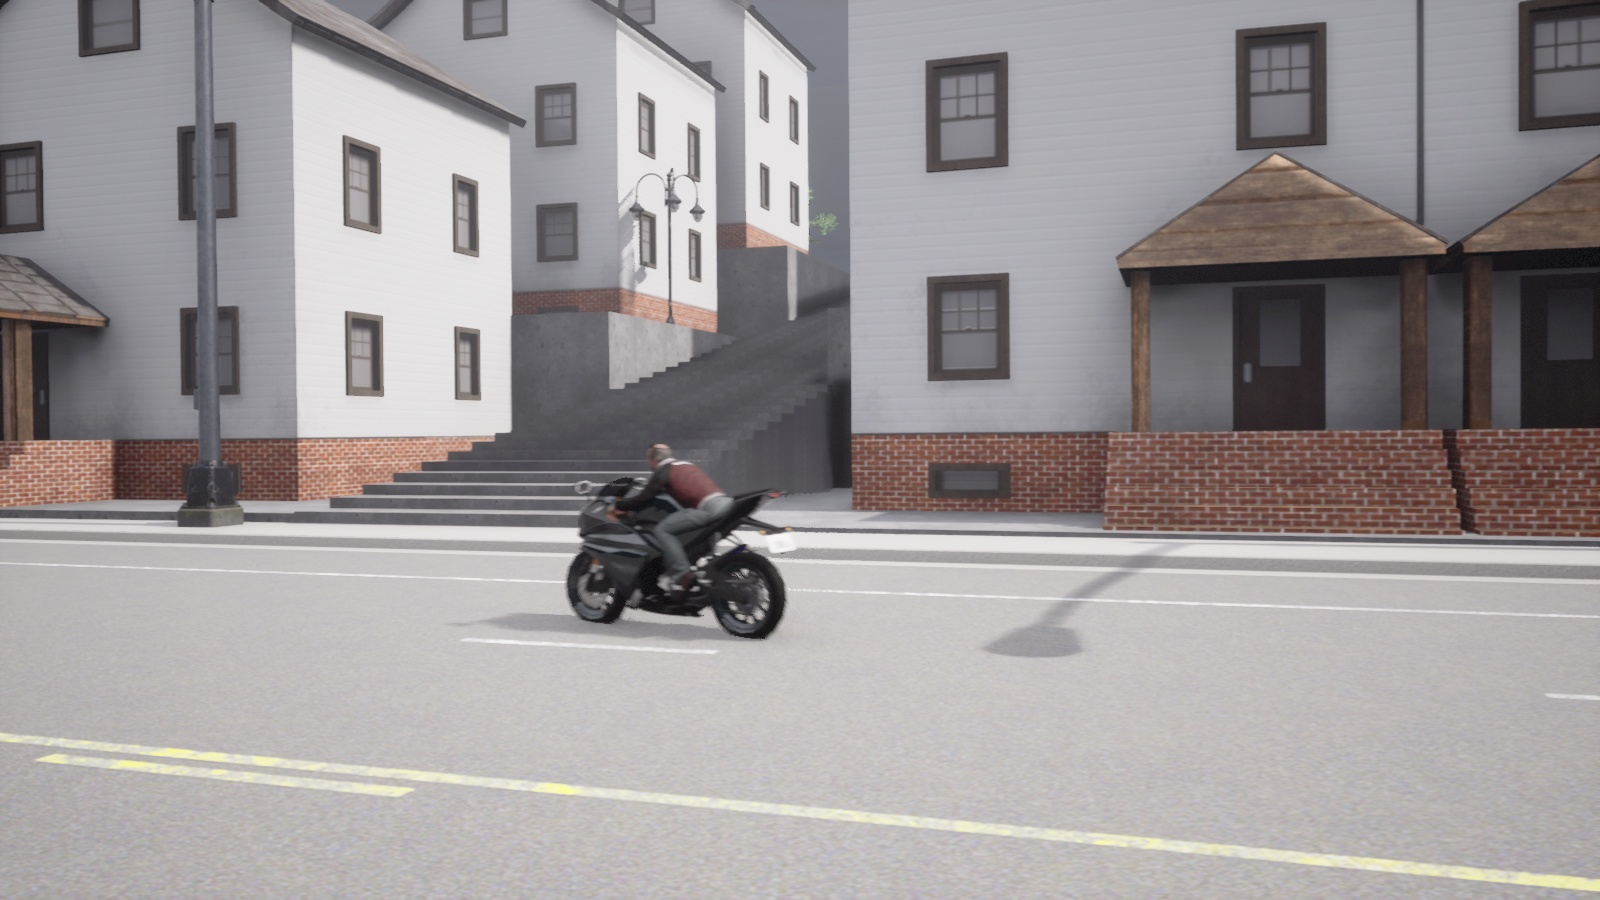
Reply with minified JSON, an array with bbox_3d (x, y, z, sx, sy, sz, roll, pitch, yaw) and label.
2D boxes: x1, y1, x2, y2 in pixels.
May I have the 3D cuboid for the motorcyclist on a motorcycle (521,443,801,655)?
[{"bbox_3d":[-1.143,0.721,10.130,2.191,1.530,0.866,0,1,33],"label":"motorcyclist on a motorcycle"}]
